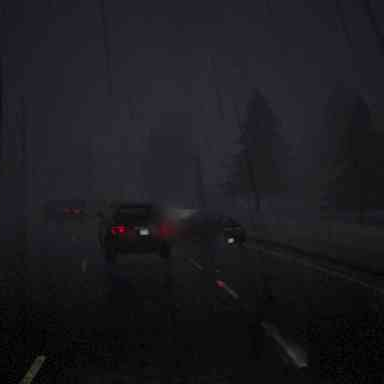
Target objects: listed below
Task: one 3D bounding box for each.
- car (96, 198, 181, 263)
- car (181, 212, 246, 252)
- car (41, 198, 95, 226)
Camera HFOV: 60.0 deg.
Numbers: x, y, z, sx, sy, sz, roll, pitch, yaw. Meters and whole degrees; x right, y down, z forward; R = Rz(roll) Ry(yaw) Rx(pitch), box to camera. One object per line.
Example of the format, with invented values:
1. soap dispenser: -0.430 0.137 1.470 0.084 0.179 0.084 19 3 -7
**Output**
1. car: -2.366 1.368 12.937 2.150 2.045 5.566 0 0 -19
2. car: 0.607 1.650 14.867 2.128 1.511 4.902 0 -1 -21
3. car: -10.132 1.527 26.386 2.150 2.045 5.566 0 -1 -40
